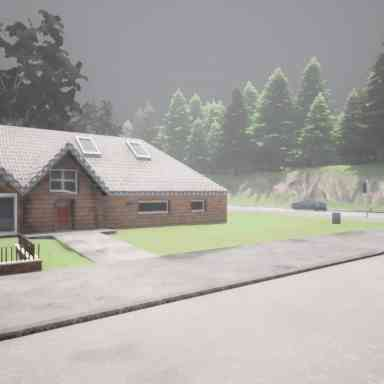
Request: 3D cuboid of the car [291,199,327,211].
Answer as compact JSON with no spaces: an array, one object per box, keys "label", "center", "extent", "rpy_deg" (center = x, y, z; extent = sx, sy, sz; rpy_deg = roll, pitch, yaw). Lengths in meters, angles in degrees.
[{"label":"car","center":[14.168,1.564,40.423],"extent":[1.994,1.385,4.181],"rpy_deg":[0,0,-35]}]
